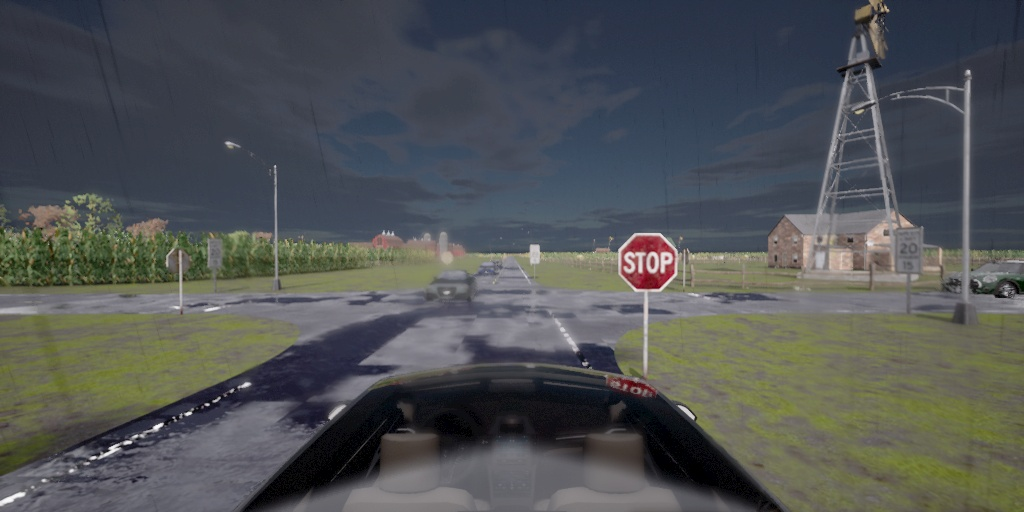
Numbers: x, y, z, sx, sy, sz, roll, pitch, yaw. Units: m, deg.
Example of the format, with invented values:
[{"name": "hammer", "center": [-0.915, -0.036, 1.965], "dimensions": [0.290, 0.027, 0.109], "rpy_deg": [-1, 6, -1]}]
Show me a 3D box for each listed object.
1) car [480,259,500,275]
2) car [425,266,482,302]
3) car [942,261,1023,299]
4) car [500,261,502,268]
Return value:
[{"name": "car", "center": [-2.750, 1.352, 40.916], "dimensions": [2.033, 1.411, 5.357], "rpy_deg": [0, 0, 0]}, {"name": "car", "center": [-2.749, 1.353, 17.099], "dimensions": [1.994, 1.385, 4.181], "rpy_deg": [0, 0, 0]}, {"name": "car", "center": [23.436, 1.023, 16.879], "dimensions": [4.553, 1.767, 2.097], "rpy_deg": [0, 1, 2]}, {"name": "car", "center": [-2.746, 1.279, 63.143], "dimensions": [1.994, 1.385, 4.181], "rpy_deg": [0, 0, 0]}]
